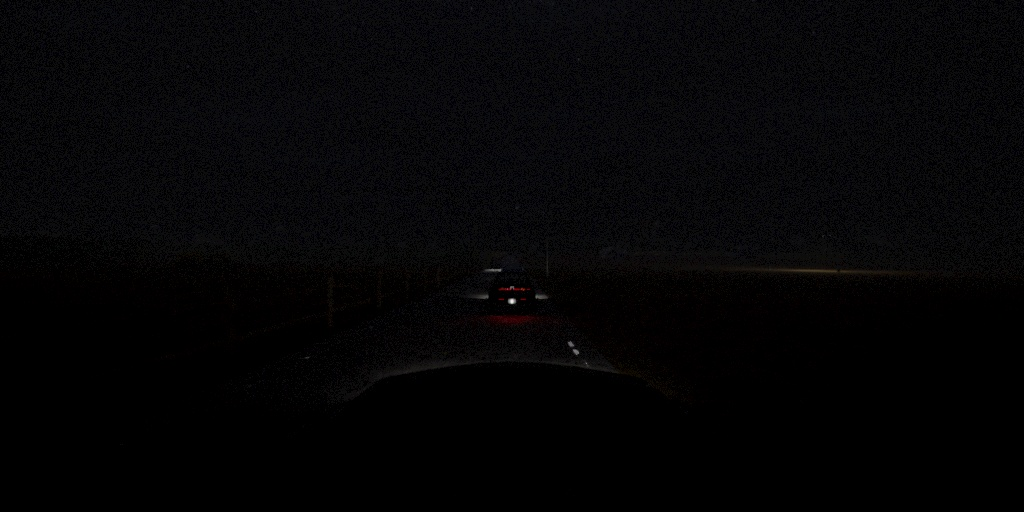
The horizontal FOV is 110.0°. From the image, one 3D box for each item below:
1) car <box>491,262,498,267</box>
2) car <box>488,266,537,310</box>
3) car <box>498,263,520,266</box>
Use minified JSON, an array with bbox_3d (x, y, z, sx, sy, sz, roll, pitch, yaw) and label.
[{"bbox_3d":[-2.768,1.702,65.440,1.994,1.385,4.181,0,0,1],"label":"car"},{"bbox_3d":[0.016,1.375,15.359,1.837,1.490,4.892,0,0,0],"label":"car"},{"bbox_3d":[0.023,1.466,31.095,1.882,1.535,5.008,0,0,0],"label":"car"}]
